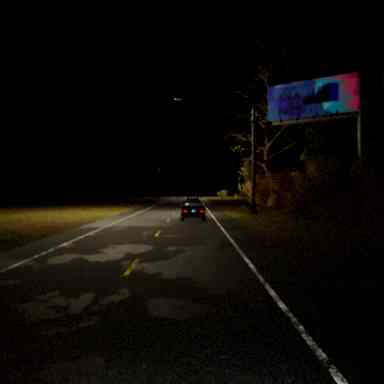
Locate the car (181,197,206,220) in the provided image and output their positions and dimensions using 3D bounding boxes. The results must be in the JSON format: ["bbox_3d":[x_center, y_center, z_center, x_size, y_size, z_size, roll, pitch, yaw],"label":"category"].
[{"bbox_3d":[0.100,1.371,25.780,2.033,1.411,5.357,0,0,0],"label":"car"}]
